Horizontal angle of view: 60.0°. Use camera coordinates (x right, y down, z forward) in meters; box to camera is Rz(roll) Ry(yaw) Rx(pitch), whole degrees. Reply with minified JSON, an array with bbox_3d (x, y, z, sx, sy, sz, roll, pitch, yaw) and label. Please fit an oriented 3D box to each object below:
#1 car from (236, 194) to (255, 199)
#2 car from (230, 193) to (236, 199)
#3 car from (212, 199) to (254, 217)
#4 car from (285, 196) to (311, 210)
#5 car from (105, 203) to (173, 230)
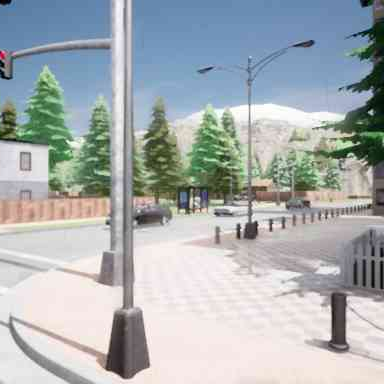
[{"bbox_3d":[12.926,1.145,78.003,1.932,1.855,4.605,0,0,36],"label":"car"},{"bbox_3d":[10.662,1.147,79.162,1.905,1.878,3.866,0,0,36],"label":"car"},{"bbox_3d":[3.853,1.586,30.650,1.895,1.301,4.718,0,0,37],"label":"car"},{"bbox_3d":[14.027,1.335,43.885,2.097,1.767,4.553,0,0,37],"label":"car"},{"bbox_3d":[-3.279,1.476,21.274,2.128,1.511,4.902,0,0,37],"label":"car"}]
